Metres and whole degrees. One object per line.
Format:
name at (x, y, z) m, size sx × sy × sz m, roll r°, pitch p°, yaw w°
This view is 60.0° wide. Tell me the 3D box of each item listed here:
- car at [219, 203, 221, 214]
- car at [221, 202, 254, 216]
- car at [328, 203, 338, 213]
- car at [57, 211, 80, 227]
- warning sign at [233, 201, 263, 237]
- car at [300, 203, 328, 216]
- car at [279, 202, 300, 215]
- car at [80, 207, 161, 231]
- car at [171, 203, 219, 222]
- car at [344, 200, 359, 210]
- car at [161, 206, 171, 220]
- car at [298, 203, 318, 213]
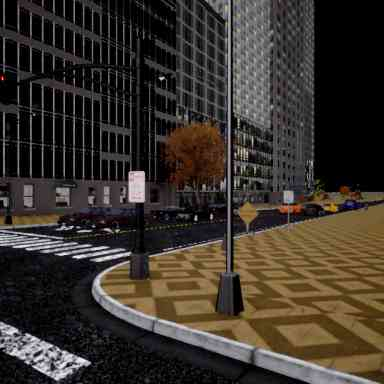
car at (3.062, 2.167, 41.934) m, size 2.128 × 1.511 × 4.902 m, roll 0°, pitch -1°, yaw 33°
car at (5.866, 2.034, 40.284) m, size 2.097 × 1.767 × 4.553 m, roll 0°, pitch -1°, yaw 33°
car at (21.886, 2.510, 52.975) m, size 1.882 × 1.535 × 5.008 m, roll 0°, pitch -1°, yaw 33°
car at (-7.535, 1.873, 25.518) m, size 2.033 × 1.411 × 5.357 m, roll 0°, pitch -1°, yaw 33°
warning sign at (3.112, 1.454, 18.562) m, size 1.300 × 1.860 × 1.060 m, roll 1°, pitch 1°, yaw 33°
car at (16.288, 2.354, 44.210) m, size 1.837 × 1.490 × 4.892 m, roll 0°, pitch -1°, yaw 33°
car at (13.751, 2.204, 46.265) m, size 2.097 × 1.767 × 4.553 m, roll 0°, pitch -1°, yaw 33°
car at (-4.883, 1.874, 23.634) m, size 2.033 × 1.411 × 5.357 m, roll 0°, pitch -1°, yaw 33°
car at (0.396, 2.006, 31.820) m, size 1.837 × 1.490 × 4.892 m, roll 0°, pitch -1°, yaw 33°
car at (31.485, 2.537, 65.764) m, size 2.150 × 2.045 × 5.566 m, roll 0°, pitch -1°, yaw 33°
car at (-2.338, 2.098, 33.578) m, size 1.895 × 1.301 × 4.718 m, roll 0°, pitch -1°, yaw 33°
car at (19.154, 2.576, 54.735) m, size 2.033 × 1.411 × 5.357 m, roll 0°, pitch -1°, yaw 33°
